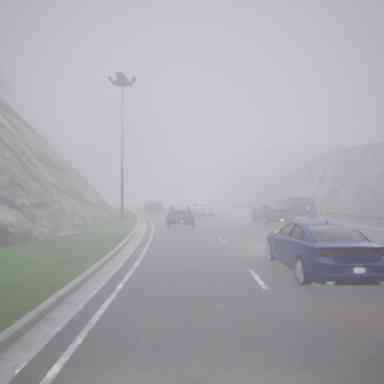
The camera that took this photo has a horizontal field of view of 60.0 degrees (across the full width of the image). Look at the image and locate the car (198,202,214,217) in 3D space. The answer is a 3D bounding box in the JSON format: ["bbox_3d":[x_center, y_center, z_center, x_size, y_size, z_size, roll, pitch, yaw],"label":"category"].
[{"bbox_3d":[0.893,1.750,33.686,1.812,1.442,4.674,0,0,-13],"label":"car"}]

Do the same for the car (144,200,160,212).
[{"bbox_3d":[-5.076,1.765,43.255,1.882,1.535,5.008,0,0,-16],"label":"car"}]

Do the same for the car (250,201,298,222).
[{"bbox_3d":[5.893,1.674,25.276,1.837,1.490,4.892,1,0,-8],"label":"car"}]

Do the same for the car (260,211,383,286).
[{"bbox_3d":[3.546,1.542,9.619,1.882,1.535,5.008,0,0,-1],"label":"car"}]

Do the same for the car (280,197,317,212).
[{"bbox_3d":[8.871,1.418,29.372,2.150,2.045,5.566,0,0,-9],"label":"car"}]

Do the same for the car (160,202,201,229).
[{"bbox_3d":[-0.926,1.647,23.173,2.128,1.511,4.902,0,0,-7],"label":"car"}]
